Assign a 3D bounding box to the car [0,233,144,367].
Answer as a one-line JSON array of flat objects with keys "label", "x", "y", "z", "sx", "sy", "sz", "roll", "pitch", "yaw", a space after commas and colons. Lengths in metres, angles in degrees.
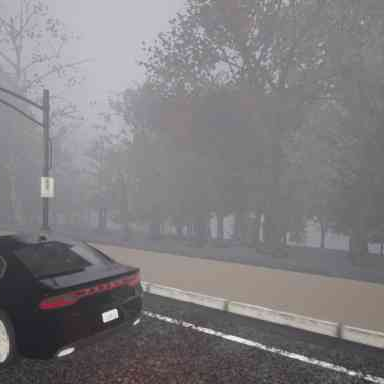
[{"label": "car", "x": -3.063, "y": 1.477, "z": 5.864, "sx": 5.008, "sy": 1.535, "sz": 1.882, "roll": 0, "pitch": 0, "yaw": 37}]
